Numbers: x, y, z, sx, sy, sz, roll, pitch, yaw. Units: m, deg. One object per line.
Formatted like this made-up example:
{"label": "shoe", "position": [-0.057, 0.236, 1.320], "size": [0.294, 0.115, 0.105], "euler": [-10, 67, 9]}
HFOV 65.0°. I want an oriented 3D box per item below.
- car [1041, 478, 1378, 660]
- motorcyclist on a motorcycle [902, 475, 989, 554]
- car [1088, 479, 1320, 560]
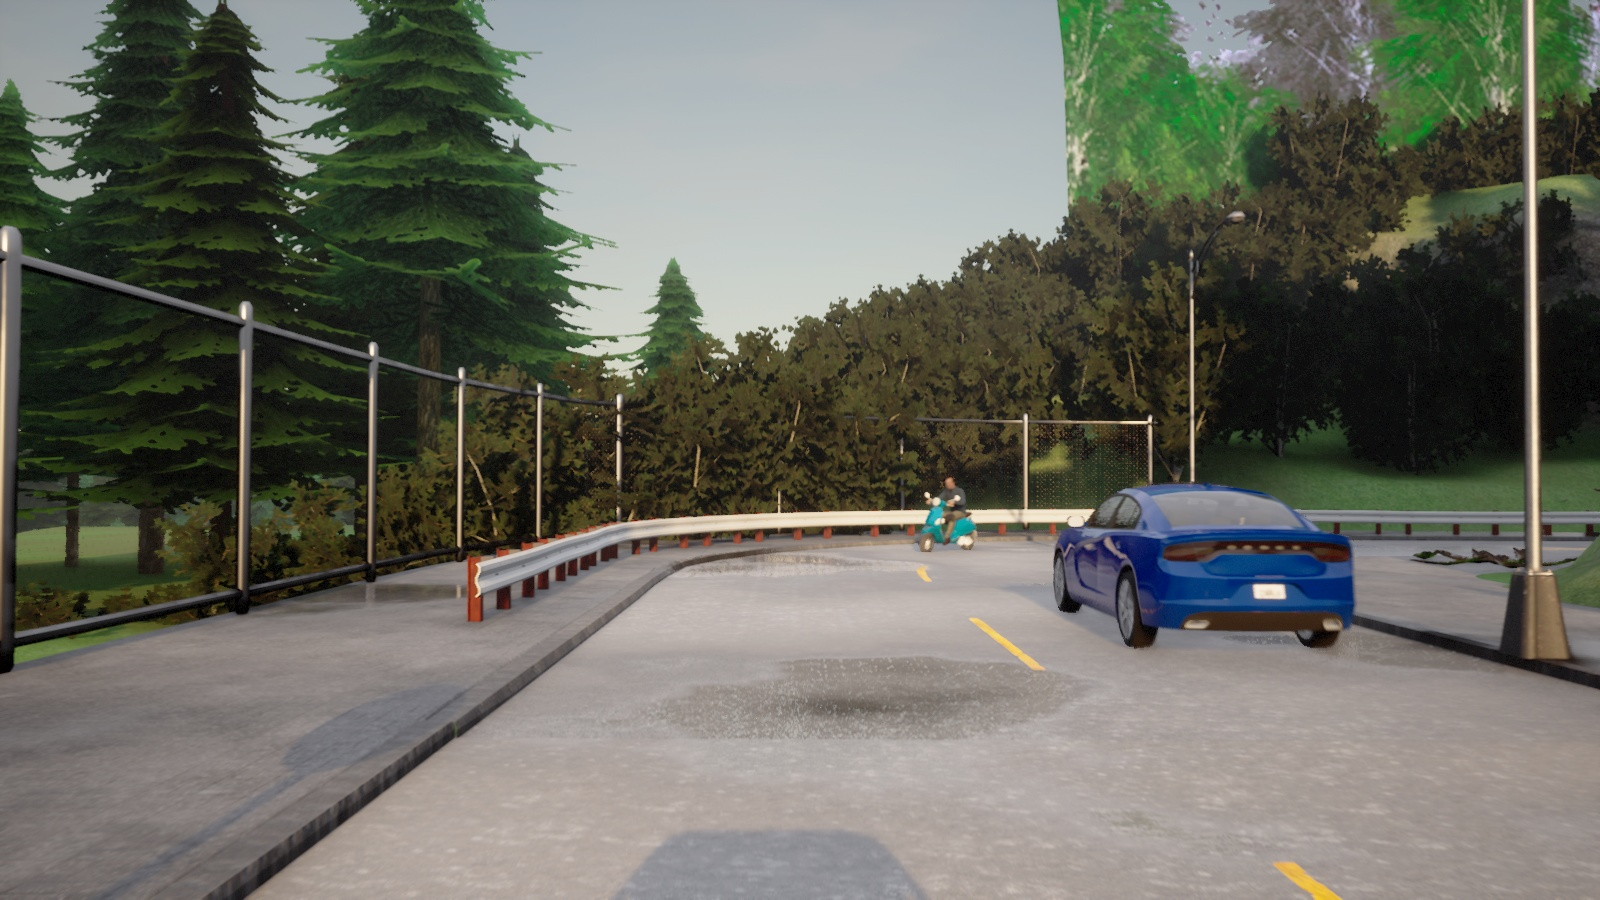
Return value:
{"label": "car", "position": [3.969, 1.072, 13.210], "size": [1.882, 1.535, 5.008], "euler": [0, -1, 0]}
{"label": "motorcyclist on a motorcycle", "position": [3.091, 1.343, 26.569], "size": [1.817, 1.590, 0.866], "euler": [1, 0, -44]}
{"label": "car", "position": [8.215, 1.347, 25.368], "size": [4.892, 1.490, 1.837], "euler": [1, -2, -35]}
